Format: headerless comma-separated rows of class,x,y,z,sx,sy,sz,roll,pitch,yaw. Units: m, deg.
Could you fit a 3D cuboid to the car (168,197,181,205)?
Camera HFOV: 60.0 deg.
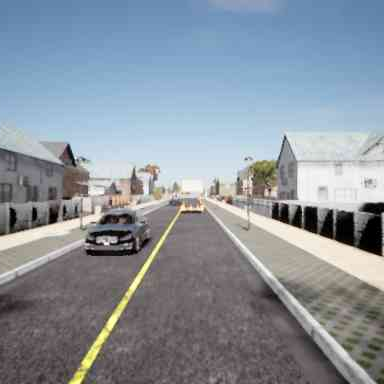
car,-2.797,1.529,55.402,1.994,1.385,4.181,0,0,1

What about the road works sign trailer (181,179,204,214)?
road works sign trailer,0.017,0.415,34.520,2.380,3.560,2.880,0,0,0

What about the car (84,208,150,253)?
car,-2.847,1.472,13.501,1.837,1.490,4.892,0,0,0
